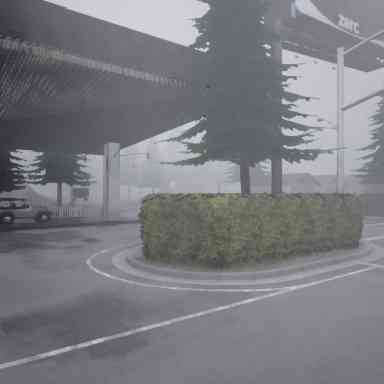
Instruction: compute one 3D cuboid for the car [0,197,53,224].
[{"bbox_3d":[-12.004,1.313,23.462,3.866,1.878,1.905,0,0,-36],"label":"car"}]
